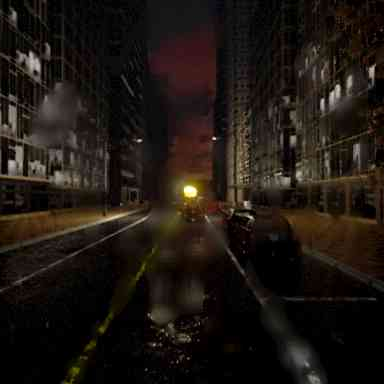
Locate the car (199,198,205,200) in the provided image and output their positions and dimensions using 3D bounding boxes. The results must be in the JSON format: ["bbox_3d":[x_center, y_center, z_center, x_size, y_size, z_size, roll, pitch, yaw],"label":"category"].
[{"bbox_3d":[2.620,2.133,58.276,1.947,1.339,4.313,0,-1,0],"label":"car"}]

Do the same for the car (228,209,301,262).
[{"bbox_3d":[2.677,1.571,12.740,1.967,1.590,4.097,0,-1,0],"label":"car"}]

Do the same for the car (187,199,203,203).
[{"bbox_3d":[0.047,1.922,41.933,1.837,1.490,4.892,0,-1,0],"label":"car"}]

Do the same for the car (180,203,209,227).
[{"bbox_3d":[0.068,1.783,25.242,1.812,1.442,4.674,0,-1,0],"label":"car"}]

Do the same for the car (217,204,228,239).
[{"bbox_3d":[2.669,1.629,18.432,1.967,1.590,4.097,0,-1,0],"label":"car"}]

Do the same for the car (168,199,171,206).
[{"bbox_3d":[-5.774,2.214,69.658,1.887,1.381,4.507,0,-1,0],"label":"car"}]

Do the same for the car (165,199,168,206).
[{"bbox_3d":[-5.760,2.151,58.273,1.802,1.307,4.206,0,-1,0],"label":"car"}]

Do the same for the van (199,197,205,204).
[{"bbox_3d":[2.586,2.155,86.739,1.690,1.788,3.998,0,0,0],"label":"van"}]

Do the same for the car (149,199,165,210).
[{"bbox_3d":[-5.753,2.063,52.580,1.887,1.381,4.507,0,-1,0],"label":"car"}]

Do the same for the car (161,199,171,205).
[{"bbox_3d":[-5.782,2.285,75.350,1.947,1.339,4.313,0,0,0],"label":"car"}]

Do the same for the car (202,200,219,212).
[{"bbox_3d":[2.641,1.956,41.200,1.887,1.381,4.507,0,-1,0],"label":"car"}]

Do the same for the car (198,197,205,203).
[{"bbox_3d":[2.578,2.301,92.429,1.967,1.590,4.097,0,0,0],"label":"car"}]

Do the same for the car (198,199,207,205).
[{"bbox_3d":[2.592,2.332,81.043,1.947,1.339,4.313,0,0,0],"label":"car"}]
